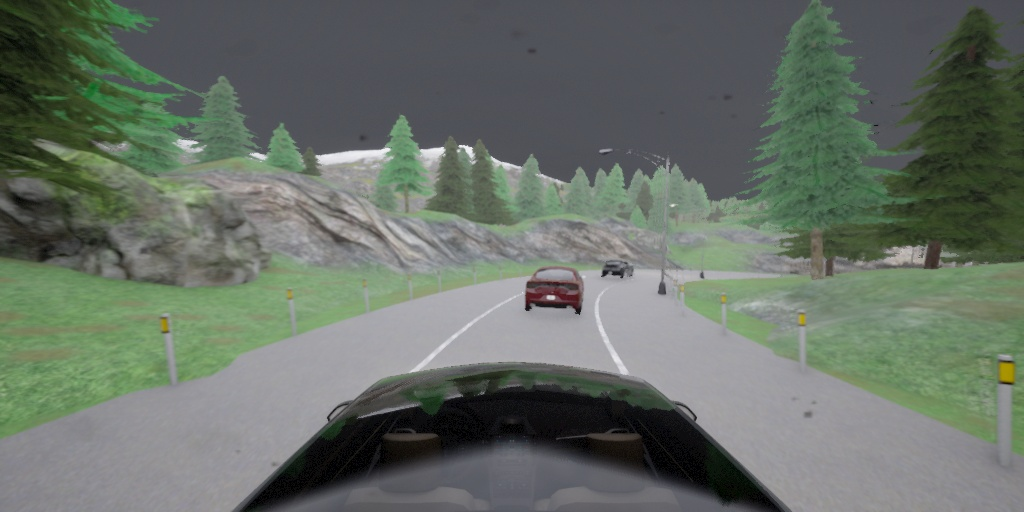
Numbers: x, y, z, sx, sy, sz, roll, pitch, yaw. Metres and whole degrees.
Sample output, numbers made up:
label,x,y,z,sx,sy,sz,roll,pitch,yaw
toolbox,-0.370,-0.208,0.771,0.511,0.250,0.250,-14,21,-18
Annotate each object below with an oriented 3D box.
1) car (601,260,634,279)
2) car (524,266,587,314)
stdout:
label,x,y,z,sx,sy,sz,roll,pitch,yaw
car,9.227,1.126,31.019,1.837,1.490,4.892,4,1,32
car,1.726,1.108,13.496,1.882,1.535,5.008,2,1,12
